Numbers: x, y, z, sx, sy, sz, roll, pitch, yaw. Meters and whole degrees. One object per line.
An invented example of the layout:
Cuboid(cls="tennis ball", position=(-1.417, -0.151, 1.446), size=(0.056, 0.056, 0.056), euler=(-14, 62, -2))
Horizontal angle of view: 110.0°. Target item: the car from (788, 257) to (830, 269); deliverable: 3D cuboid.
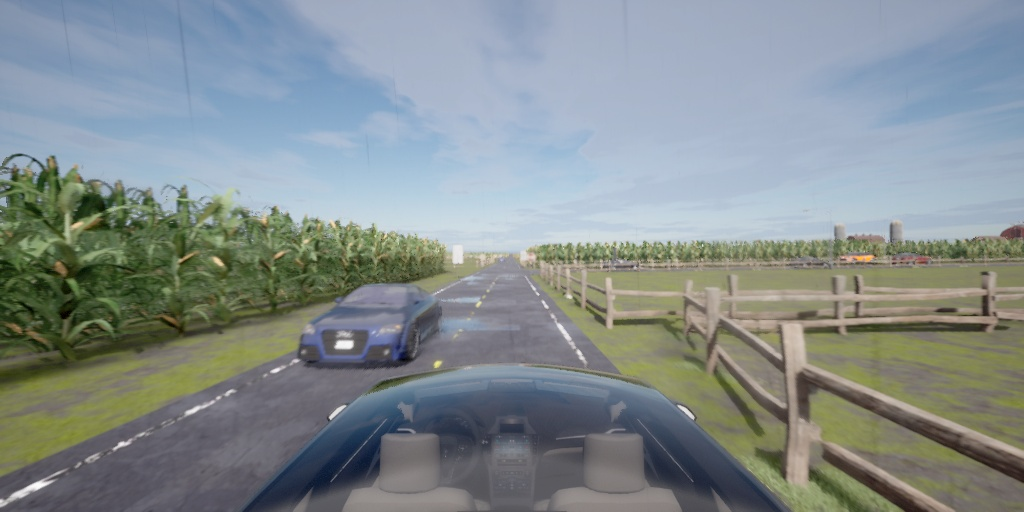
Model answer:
Cuboid(cls="car", position=(39.319, 0.888, 47.500), size=(4.902, 1.511, 2.128), euler=(-1, 0, -5))

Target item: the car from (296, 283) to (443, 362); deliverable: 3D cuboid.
Cuboid(cls="car", position=(-2.853, 1.324, 8.108), size=(1.994, 1.385, 4.181), euler=(0, 0, 0))

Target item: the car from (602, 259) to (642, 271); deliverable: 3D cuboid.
Cuboid(cls="car", position=(14.085, 1.151, 46.012), size=(4.902, 1.511, 2.128), euler=(-1, 0, -2))
